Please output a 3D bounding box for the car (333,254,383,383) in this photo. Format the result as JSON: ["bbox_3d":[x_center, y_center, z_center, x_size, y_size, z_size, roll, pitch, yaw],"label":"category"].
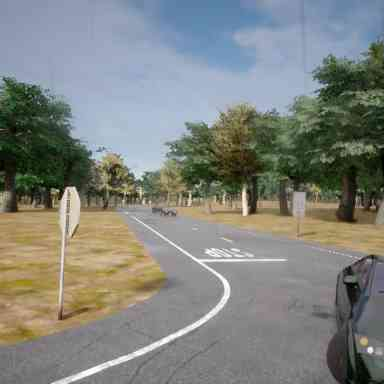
[{"bbox_3d":[3.130,1.643,4.656,1.994,1.385,4.181,1,-1,22],"label":"car"}]

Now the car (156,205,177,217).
[{"bbox_3d":[-3.489,2.851,48.054,1.895,1.301,4.718,3,-2,-13],"label":"car"}]

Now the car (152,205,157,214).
[{"bbox_3d":[-5.751,2.962,56.899,1.882,1.535,5.008,3,-2,-14],"label":"car"}]
